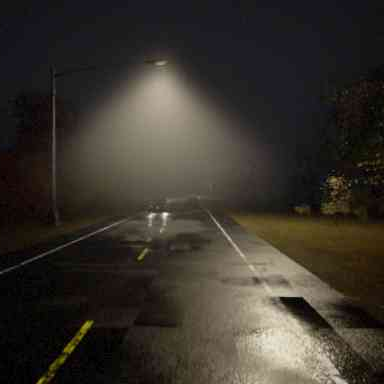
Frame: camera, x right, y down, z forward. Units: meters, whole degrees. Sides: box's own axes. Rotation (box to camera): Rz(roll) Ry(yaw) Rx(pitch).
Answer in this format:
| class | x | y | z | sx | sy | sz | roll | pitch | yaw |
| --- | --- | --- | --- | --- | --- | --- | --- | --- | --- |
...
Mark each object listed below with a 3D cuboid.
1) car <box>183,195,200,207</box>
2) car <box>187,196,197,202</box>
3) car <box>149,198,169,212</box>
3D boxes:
| class | x | y | z | sx | sy | sz | roll | pitch | yaw |
| --- | --- | --- | --- | --- | --- | --- | --- | --- | --- |
| car | 0.078 | 1.444 | 48.117 | 1.994 | 1.385 | 4.181 | 0 | 0 | 0 |
| car | -0.020 | 1.429 | 69.268 | 1.895 | 1.301 | 4.718 | 0 | 0 | 0 |
| car | -3.576 | 1.412 | 36.889 | 1.837 | 1.490 | 4.892 | 0 | 0 | 0 |
